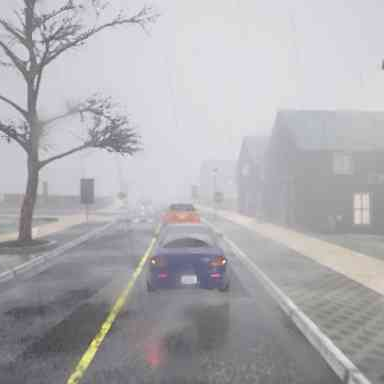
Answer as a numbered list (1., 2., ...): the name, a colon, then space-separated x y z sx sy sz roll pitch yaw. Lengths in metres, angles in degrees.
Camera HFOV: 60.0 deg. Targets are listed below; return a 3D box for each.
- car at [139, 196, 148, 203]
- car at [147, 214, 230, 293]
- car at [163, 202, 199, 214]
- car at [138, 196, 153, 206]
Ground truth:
1. car: -10.424 1.628 71.218 1.812 1.442 4.674 0 0 -11
2. car: -0.111 1.541 8.773 1.812 1.442 4.674 0 0 -1
3. car: -0.660 1.387 20.213 2.097 1.767 4.553 0 0 -3
4. car: -7.696 1.651 56.315 1.994 1.385 4.181 0 0 -9
